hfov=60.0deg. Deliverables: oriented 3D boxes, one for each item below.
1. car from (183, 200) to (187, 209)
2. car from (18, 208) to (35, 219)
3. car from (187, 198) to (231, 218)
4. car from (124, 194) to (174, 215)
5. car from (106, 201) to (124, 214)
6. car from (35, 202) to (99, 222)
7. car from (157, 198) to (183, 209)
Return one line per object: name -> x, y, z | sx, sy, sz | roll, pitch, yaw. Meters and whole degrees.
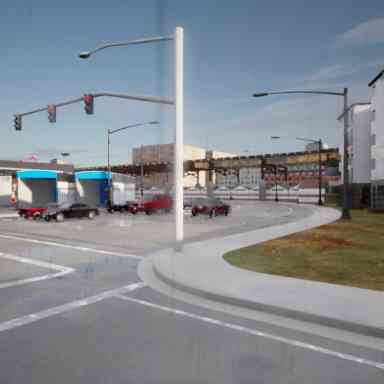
car -> 0.119, 1.547, 44.101 | 2.033, 1.411, 5.357 | 0, 0, 16
car -> -12.295, 1.601, 28.661 | 1.895, 1.301, 4.718 | 0, 0, 37
car -> 1.836, 1.352, 30.418 | 2.097, 1.767, 4.553 | 0, 0, 32
car -> -4.130, 1.221, 34.417 | 2.150, 2.045, 5.566 | 0, 0, 30
car -> -7.111, 1.601, 36.221 | 1.895, 1.301, 4.718 | 0, 0, 30
car -> -9.592, 1.526, 26.479 | 1.812, 1.442, 4.674 | 0, 0, 36
car -> -2.956, 1.547, 46.029 | 2.033, 1.411, 5.357 | 0, 0, 15
